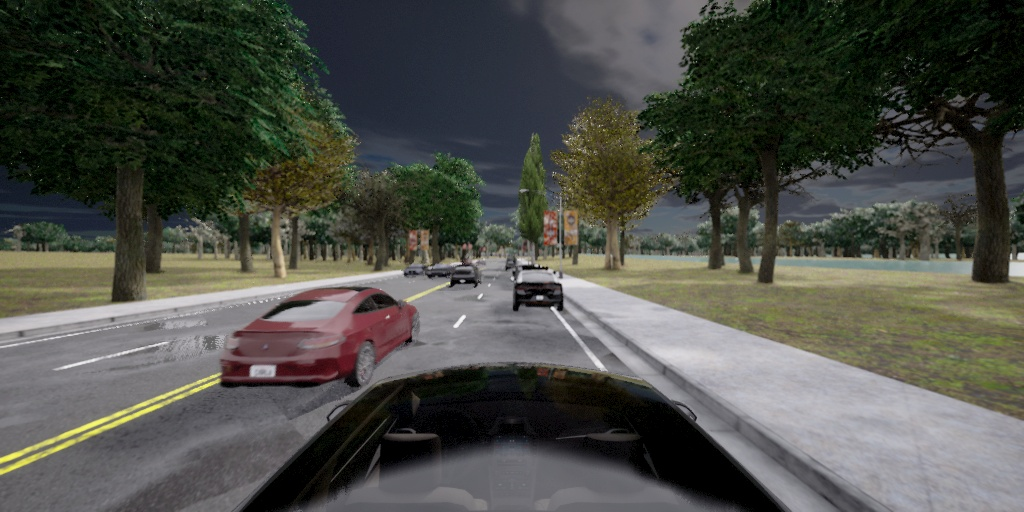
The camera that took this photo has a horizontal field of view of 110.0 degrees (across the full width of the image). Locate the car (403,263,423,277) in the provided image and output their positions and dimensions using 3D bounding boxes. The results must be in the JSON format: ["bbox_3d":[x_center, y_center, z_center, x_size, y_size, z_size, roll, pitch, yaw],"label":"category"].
[{"bbox_3d":[-9.881,1.457,37.451,1.994,1.385,4.181,0,0,0],"label":"car"}]

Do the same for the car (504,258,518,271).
[{"bbox_3d":[-0.030,1.420,52.337,1.837,1.490,4.892,0,0,0],"label":"car"}]

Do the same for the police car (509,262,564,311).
[{"bbox_3d":[0.962,1.245,14.980,1.930,1.638,5.238,0,0,0],"label":"police car"}]

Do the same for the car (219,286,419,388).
[{"bbox_3d":[-3.155,1.306,6.840,1.812,1.442,4.674,0,0,0],"label":"car"}]

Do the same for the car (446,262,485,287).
[{"bbox_3d":[-3.174,1.363,25.385,1.837,1.490,4.892,0,0,0],"label":"car"}]

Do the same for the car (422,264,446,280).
[{"bbox_3d":[-6.633,1.431,34.114,2.033,1.411,5.357,0,0,0],"label":"car"}]
